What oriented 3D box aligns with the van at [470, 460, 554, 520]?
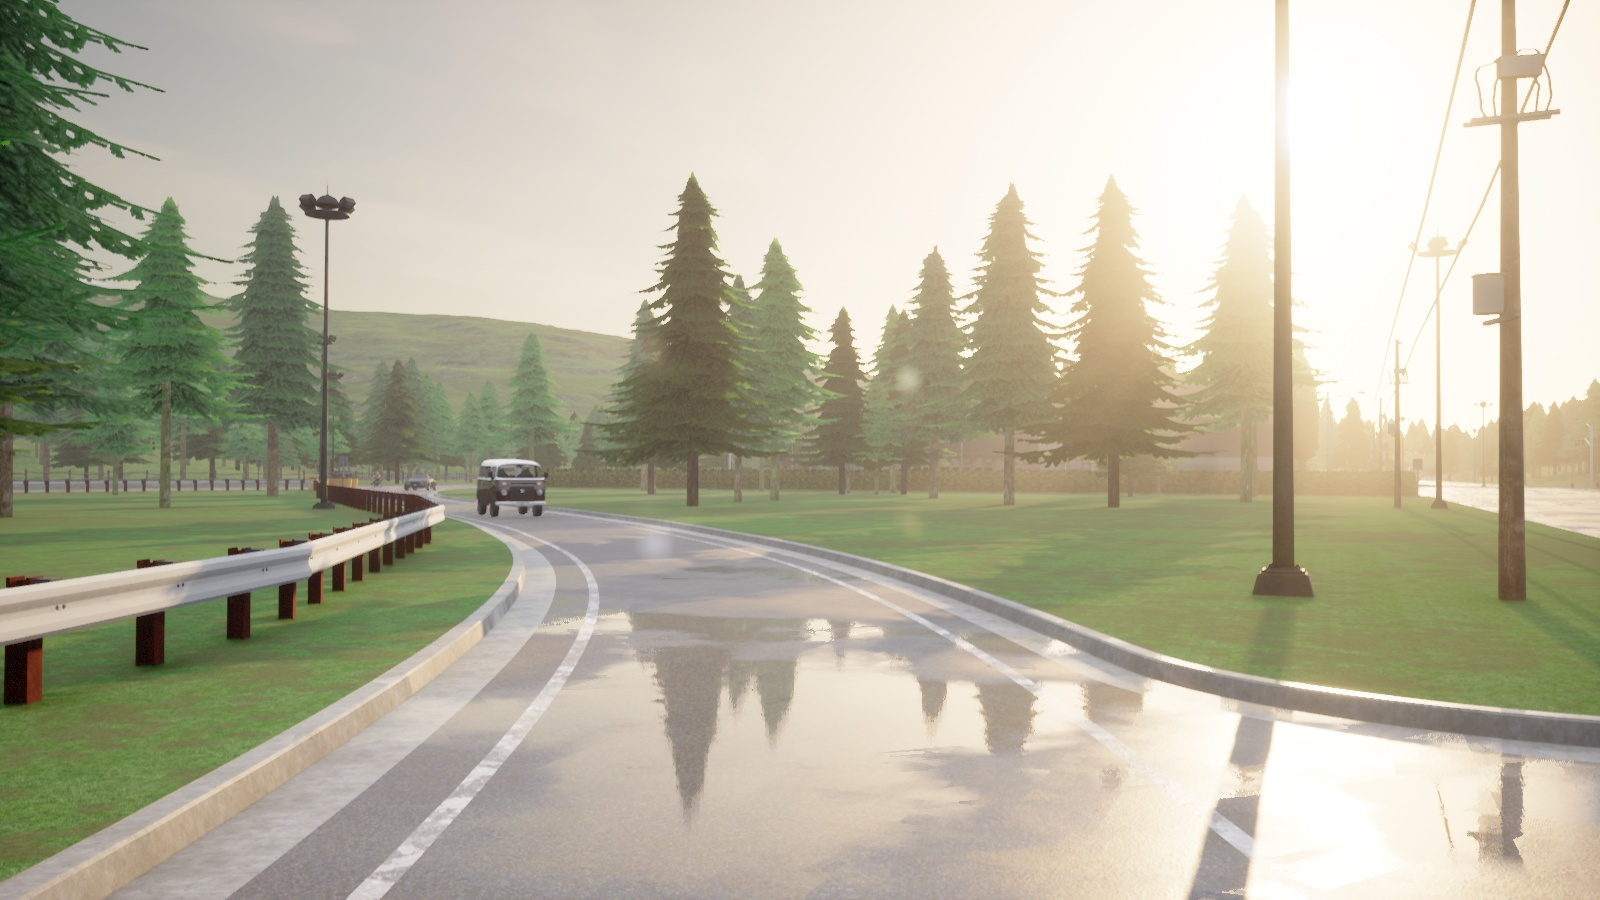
[{"bbox_3d":[-10.336,1.401,44.834,2.069,2.038,4.480,0,-1,-24],"label":"van"}]
